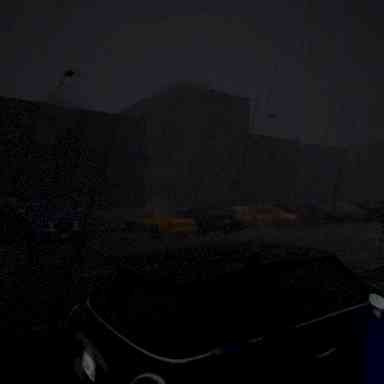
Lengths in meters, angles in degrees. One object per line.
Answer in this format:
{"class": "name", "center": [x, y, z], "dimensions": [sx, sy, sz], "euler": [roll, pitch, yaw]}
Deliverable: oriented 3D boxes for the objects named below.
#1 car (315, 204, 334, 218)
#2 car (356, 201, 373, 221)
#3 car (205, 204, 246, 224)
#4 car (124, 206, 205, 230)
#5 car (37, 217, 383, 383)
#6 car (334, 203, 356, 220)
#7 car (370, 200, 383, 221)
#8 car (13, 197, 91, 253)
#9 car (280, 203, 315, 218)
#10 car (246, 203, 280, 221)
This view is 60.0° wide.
{"class": "car", "center": [7.237, 1.615, 23.930], "dimensions": [2.163, 1.488, 4.792], "euler": [0, 0, -36]}
{"class": "car", "center": [11.674, 1.665, 27.141], "dimensions": [2.002, 1.452, 4.674], "euler": [1, 0, -36]}
{"class": "car", "center": [0.478, 1.565, 19.153], "dimensions": [2.163, 1.488, 4.792], "euler": [0, 0, -36]}
{"class": "car", "center": [-1.852, 1.517, 17.670], "dimensions": [1.946, 1.575, 5.366], "euler": [0, 0, -36]}
{"class": "car", "center": [0.933, 1.366, 3.797], "dimensions": [4.553, 1.767, 2.097], "euler": [0, 0, -36]}
{"class": "car", "center": [9.477, 1.634, 25.535], "dimensions": [2.163, 1.488, 4.792], "euler": [0, 0, -36]}
{"class": "car", "center": [13.927, 1.675, 28.794], "dimensions": [2.163, 1.488, 4.792], "euler": [1, 0, -36]}
{"class": "car", "center": [-6.202, 1.245, 14.278], "dimensions": [2.435, 2.045, 5.566], "euler": [0, 0, -36]}
{"class": "car", "center": [5.087, 1.564, 22.198], "dimensions": [1.946, 1.575, 5.366], "euler": [0, 0, -36]}
{"class": "car", "center": [2.625, 1.547, 20.890], "dimensions": [1.946, 1.575, 5.366], "euler": [0, 0, -36]}
